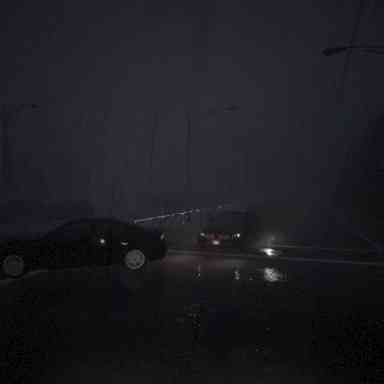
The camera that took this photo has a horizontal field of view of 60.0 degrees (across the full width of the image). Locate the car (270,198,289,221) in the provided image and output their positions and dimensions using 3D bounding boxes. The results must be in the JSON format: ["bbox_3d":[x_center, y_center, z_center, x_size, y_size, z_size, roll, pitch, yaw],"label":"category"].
[{"bbox_3d":[5.870,1.474,24.951,2.128,1.511,4.902,0,0,19],"label":"car"}]

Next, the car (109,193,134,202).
[{"bbox_3d":[-13.809,1.045,65.312,4.605,1.855,1.932,0,0,18],"label":"car"}]

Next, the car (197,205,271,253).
[{"bbox_3d":[1.813,1.514,13.896,1.812,1.442,4.674,0,0,24],"label":"car"}]

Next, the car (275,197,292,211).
[{"bbox_3d":[11.658,1.483,42.110,1.837,1.490,4.892,0,0,19],"label":"car"}]

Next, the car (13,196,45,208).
[{"bbox_3d":[-21.698,1.273,44.281,3.633,1.501,1.845,0,0,18],"label":"car"}]

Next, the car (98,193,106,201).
[{"bbox_3d":[-20.214,1.014,70.941,3.866,1.878,1.905,0,0,18],"label":"car"}]

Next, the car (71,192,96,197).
[{"bbox_3d":[-18.464,1.249,53.736,4.514,1.523,2.007,0,0,18],"label":"car"}]

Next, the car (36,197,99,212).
[{"bbox_3d":[-9.036,1.356,24.209,3.633,1.501,1.845,0,0,18],"label":"car"}]

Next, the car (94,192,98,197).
[{"bbox_3d":[-21.856,1.298,67.986,3.806,1.475,1.970,0,0,18],"label":"car"}]

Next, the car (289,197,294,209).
[{"bbox_3d":[9.786,1.543,36.553,1.994,1.385,4.181,0,0,19],"label":"car"}]

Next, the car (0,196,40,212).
[{"bbox_3d":[-15.115,1.356,29.404,3.806,1.475,1.970,0,0,18],"label":"car"}]

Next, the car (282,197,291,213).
[{"bbox_3d":[7.747,1.486,30.515,1.837,1.490,4.892,0,0,19],"label":"car"}]

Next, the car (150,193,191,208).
[{"bbox_3d":[-2.967,1.074,41.774,4.605,1.855,1.932,0,0,18],"label":"car"}]

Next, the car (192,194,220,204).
[{"bbox_3d":[1.660,1.125,56.782,5.027,1.636,2.152,0,0,18],"label":"car"}]

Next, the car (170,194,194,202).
[{"bbox_3d":[-2.104,1.257,68.690,4.514,1.523,2.007,0,0,18],"label":"car"}]

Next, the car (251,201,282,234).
[{"bbox_3d":[3.960,1.490,19.305,1.837,1.490,4.892,0,0,19],"label":"car"}]

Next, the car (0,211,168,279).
[{"bbox_3d":[-3.238,1.475,9.875,5.008,1.535,1.882,0,0,-16],"label":"car"}]

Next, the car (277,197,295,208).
[{"bbox_3d":[13.539,1.468,47.686,2.128,1.511,4.902,0,0,19],"label":"car"}]
